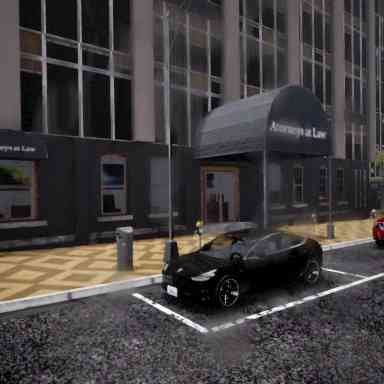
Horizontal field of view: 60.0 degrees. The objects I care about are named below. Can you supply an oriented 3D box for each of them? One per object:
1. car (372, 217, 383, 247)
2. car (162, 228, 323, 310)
[{"bbox_3d":[9.620,1.310,14.038,5.009,1.841,2.192,0,-1,-37],"label":"car"},{"bbox_3d":[1.348,1.564,7.830,4.313,1.339,1.947,0,-1,-37],"label":"car"}]
